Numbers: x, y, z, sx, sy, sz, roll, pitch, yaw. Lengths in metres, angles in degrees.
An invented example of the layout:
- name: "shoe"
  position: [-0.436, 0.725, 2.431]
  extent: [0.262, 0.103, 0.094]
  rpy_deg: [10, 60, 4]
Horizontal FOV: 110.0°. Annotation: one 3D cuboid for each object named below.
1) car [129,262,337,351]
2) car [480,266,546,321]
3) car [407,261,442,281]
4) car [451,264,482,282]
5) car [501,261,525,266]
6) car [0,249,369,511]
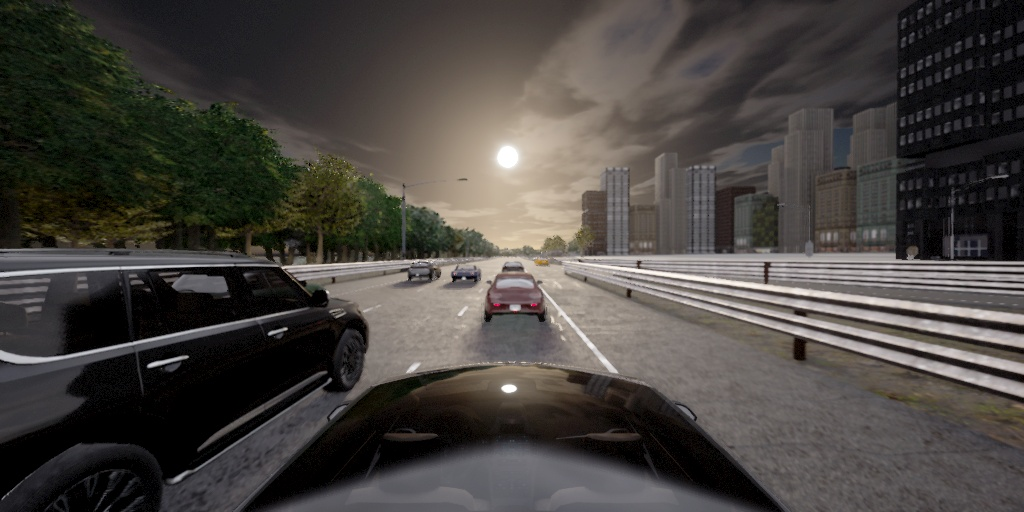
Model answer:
- name: "car"
  position: [-6.902, 1.085, 9.715]
  extent: [2.097, 1.767, 4.553]
  rpy_deg: [0, 0, 0]
- name: "car"
  position: [0.086, 1.252, 12.213]
  extent: [1.812, 1.442, 4.674]
  rpy_deg: [0, 0, 0]
- name: "car"
  position: [-6.903, 1.166, 28.669]
  extent: [2.128, 1.511, 4.902]
  rpy_deg: [0, 0, 0]
- name: "car"
  position: [-3.401, 1.279, 27.589]
  extent: [1.895, 1.301, 4.718]
  rpy_deg: [0, 0, 0]
- name: "car"
  position: [0.096, 1.145, 30.344]
  extent: [1.882, 1.535, 5.008]
  rpy_deg: [0, 0, 0]
- name: "car"
  position: [-3.403, 0.968, 3.513]
  extent: [2.150, 2.045, 5.566]
  rpy_deg: [0, 0, 0]
